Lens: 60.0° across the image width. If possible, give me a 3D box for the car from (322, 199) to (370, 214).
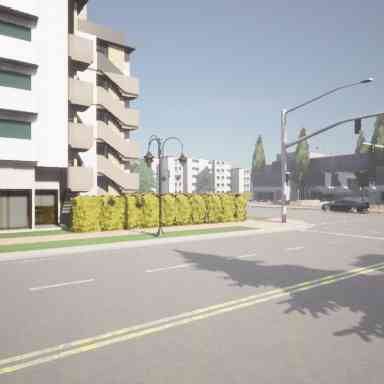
[{"bbox_3d":[16.475,1.505,35.792,1.837,1.490,4.892,-2,1,-39],"label":"car"}]
